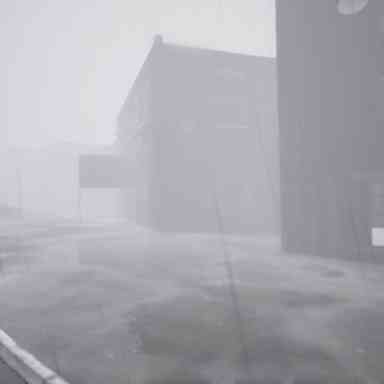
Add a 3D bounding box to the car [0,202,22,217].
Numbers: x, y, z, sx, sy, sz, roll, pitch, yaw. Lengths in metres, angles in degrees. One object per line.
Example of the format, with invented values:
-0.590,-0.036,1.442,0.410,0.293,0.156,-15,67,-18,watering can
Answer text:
-18.020,1.593,30.252,2.231,1.521,4.892,-1,-1,30,car
